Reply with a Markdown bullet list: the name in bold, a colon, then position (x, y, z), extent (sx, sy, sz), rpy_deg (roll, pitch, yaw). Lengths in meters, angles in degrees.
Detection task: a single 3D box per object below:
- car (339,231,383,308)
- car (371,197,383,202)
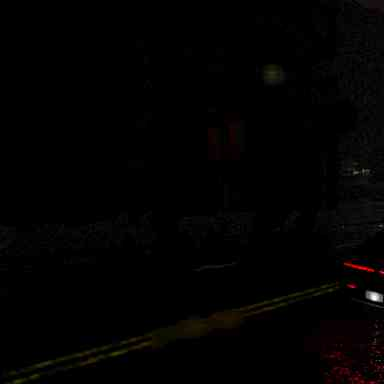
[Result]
- **car**: position (5.094, 1.528, 7.085), extent (4.892, 1.490, 1.837), rpy_deg (0, 0, -35)
- **car**: position (42.282, 1.671, 74.086), extent (1.802, 1.307, 4.206), rpy_deg (0, 1, -35)
